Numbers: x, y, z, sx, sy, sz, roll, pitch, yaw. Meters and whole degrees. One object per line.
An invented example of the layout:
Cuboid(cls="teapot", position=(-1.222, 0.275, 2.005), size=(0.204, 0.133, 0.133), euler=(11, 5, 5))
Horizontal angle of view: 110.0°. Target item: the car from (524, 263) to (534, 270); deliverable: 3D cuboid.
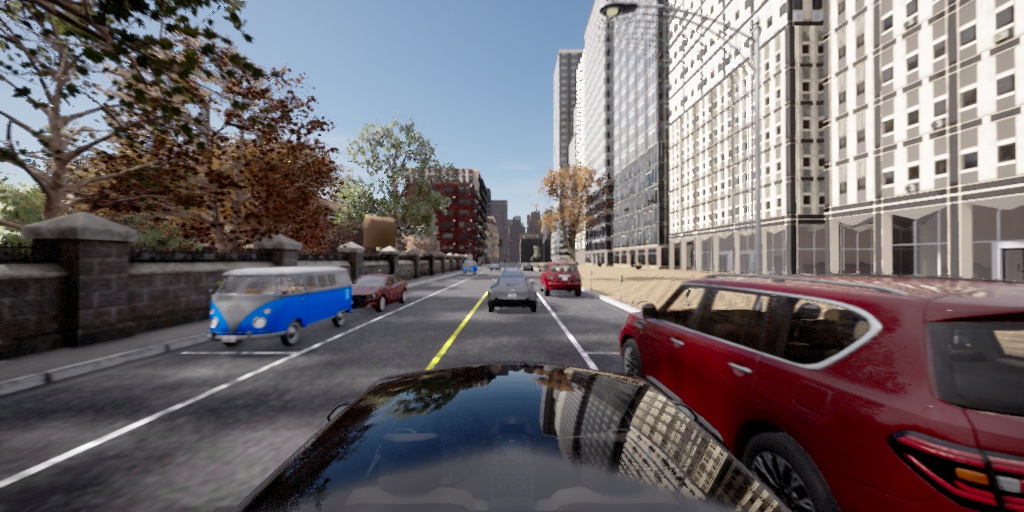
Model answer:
Cuboid(cls="car", position=(2.688, 1.956, 59.992), size=(1.948, 1.339, 4.313), euler=(0, 0, 0))

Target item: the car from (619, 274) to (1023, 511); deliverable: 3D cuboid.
Cuboid(cls="car", position=(2.689, 1.085, 3.676), size=(2.192, 1.841, 5.009), euler=(0, 0, 0))

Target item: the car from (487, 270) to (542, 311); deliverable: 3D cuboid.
Cuboid(cls="car", position=(0.022, 1.454, 15.325), size=(1.994, 1.385, 4.181), euler=(0, -1, 0))

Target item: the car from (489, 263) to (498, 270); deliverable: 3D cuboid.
Cuboid(cls="car", position=(-3.041, 1.977, 63.287), size=(2.033, 1.411, 5.357), euler=(0, -1, 1))

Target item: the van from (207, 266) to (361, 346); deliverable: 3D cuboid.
Cuboid(cls="van", position=(-5.692, 1.168, 9.307), size=(1.690, 1.789, 3.998), euler=(0, 0, 0))

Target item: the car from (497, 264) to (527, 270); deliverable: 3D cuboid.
Cuboid(cls="car", position=(0.023, 1.616, 30.353), size=(1.994, 1.385, 4.181), euler=(0, -1, 0))

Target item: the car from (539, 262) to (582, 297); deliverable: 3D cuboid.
Cuboid(cls="car", position=(2.688, 1.260, 20.571), size=(2.192, 1.841, 5.009), euler=(0, 0, 0))

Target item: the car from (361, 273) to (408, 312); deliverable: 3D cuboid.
Cuboid(cls="car", position=(-5.692, 1.430, 14.939), size=(1.888, 1.381, 4.507), euler=(0, 0, 0))

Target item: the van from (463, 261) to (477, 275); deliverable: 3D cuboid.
Cuboid(cls="van", position=(-5.692, 1.599, 48.727), size=(1.690, 1.789, 3.998), euler=(0, 0, 0))
